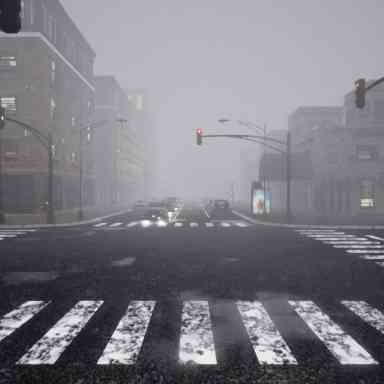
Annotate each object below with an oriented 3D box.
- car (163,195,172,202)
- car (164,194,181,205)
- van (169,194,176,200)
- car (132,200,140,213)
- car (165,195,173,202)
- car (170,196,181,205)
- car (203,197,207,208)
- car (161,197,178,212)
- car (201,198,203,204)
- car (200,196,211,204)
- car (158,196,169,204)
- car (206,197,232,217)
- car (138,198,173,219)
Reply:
[{"bbox_3d":[-5.652,1.497,77.405,1.967,1.590,4.097,0,0,0],"label":"car"},{"bbox_3d":[-3.062,1.526,49.683,1.837,1.490,4.892,0,0,0],"label":"car"},{"bbox_3d":[-5.642,1.430,94.496,1.690,1.788,3.998,-1,0,0],"label":"van"},{"bbox_3d":[-5.674,1.561,37.529,2.008,1.369,4.403,0,0,0],"label":"car"},{"bbox_3d":[-5.647,1.592,82.932,1.752,1.417,4.829,-1,0,0],"label":"car"},{"bbox_3d":[-3.002,1.535,61.352,1.837,1.490,4.892,0,1,0],"label":"car"},{"bbox_3d":[2.710,1.597,43.233,1.802,1.307,4.206,0,0,0],"label":"car"},{"bbox_3d":[-3.080,1.576,39.280,1.994,1.385,4.181,0,0,-1],"label":"car"},{"bbox_3d":[2.714,1.571,48.930,2.008,1.369,4.403,0,0,0],"label":"car"},{"bbox_3d":[2.724,1.591,66.020,2.008,1.369,4.403,-1,0,0],"label":"car"},{"bbox_3d":[-5.657,1.565,65.843,1.752,1.417,4.829,0,0,0],"label":"car"},{"bbox_3d":[2.703,1.446,31.839,1.967,1.590,4.097,0,0,0],"label":"car"},{"bbox_3d":[-3.084,1.552,29.275,2.033,1.411,5.357,0,0,0],"label":"car"}]
